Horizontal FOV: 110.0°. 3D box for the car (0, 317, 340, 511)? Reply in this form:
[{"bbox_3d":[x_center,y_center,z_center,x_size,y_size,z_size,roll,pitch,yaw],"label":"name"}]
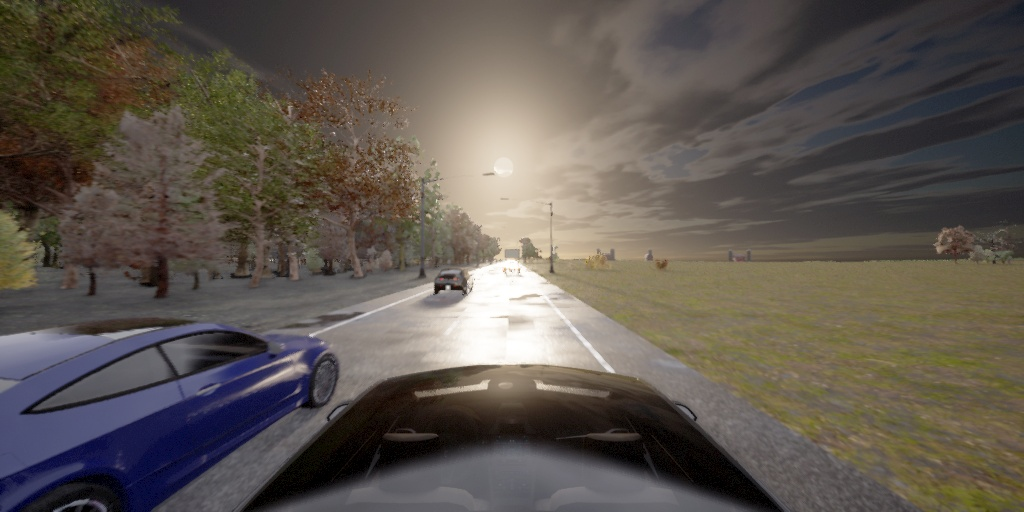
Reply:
[{"bbox_3d":[-3.400,1.290,3.264,1.812,1.442,4.674,0,-1,0],"label":"car"}]

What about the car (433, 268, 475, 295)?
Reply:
[{"bbox_3d":[-3.396,1.438,21.459,1.837,1.490,4.892,0,-1,0],"label":"car"}]

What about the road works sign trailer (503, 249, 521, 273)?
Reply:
[{"bbox_3d":[0.022,0.700,53.732,2.380,3.560,2.880,0,0,0],"label":"road works sign trailer"}]
